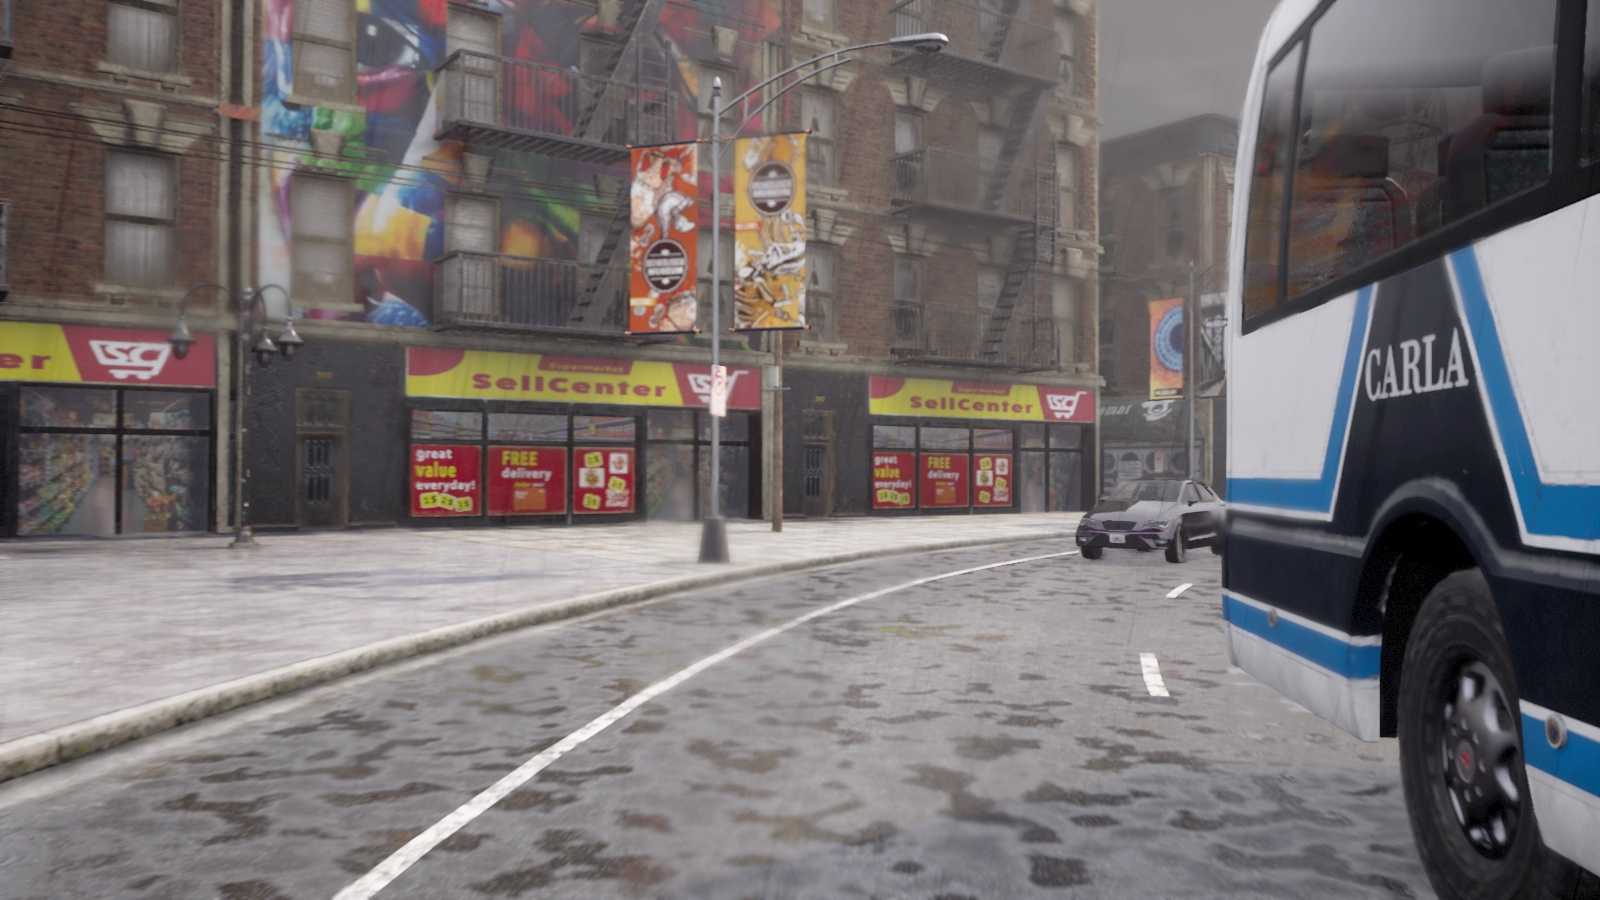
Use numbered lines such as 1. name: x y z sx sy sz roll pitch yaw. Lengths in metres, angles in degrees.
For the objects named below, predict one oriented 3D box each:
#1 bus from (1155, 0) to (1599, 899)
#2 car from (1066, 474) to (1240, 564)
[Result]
1. bus: 3.439 -0.549 1.403 3.944 4.253 10.273 0 -1 5
2. car: 6.582 1.195 23.132 1.816 1.474 4.193 -1 -1 34
